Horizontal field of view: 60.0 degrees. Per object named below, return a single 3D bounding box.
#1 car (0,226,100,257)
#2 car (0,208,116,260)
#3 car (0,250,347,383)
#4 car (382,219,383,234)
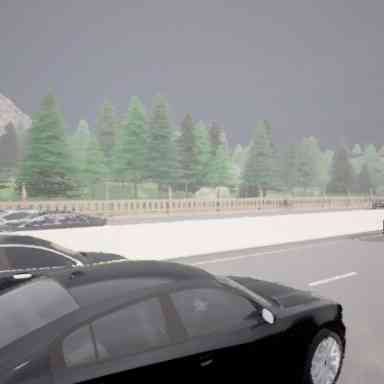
[{"bbox_3d":[-3.147,1.505,5.802,4.892,1.490,1.837,0,0,-35],"label":"car"},{"bbox_3d":[-5.666,1.494,12.848,4.902,1.511,2.128,0,0,-35],"label":"car"},{"bbox_3d":[-0.358,1.479,3.494,5.008,1.535,1.882,0,0,-35],"label":"car"},{"bbox_3d":[10.966,1.503,15.869,4.902,1.511,2.128,0,0,-35],"label":"car"}]
